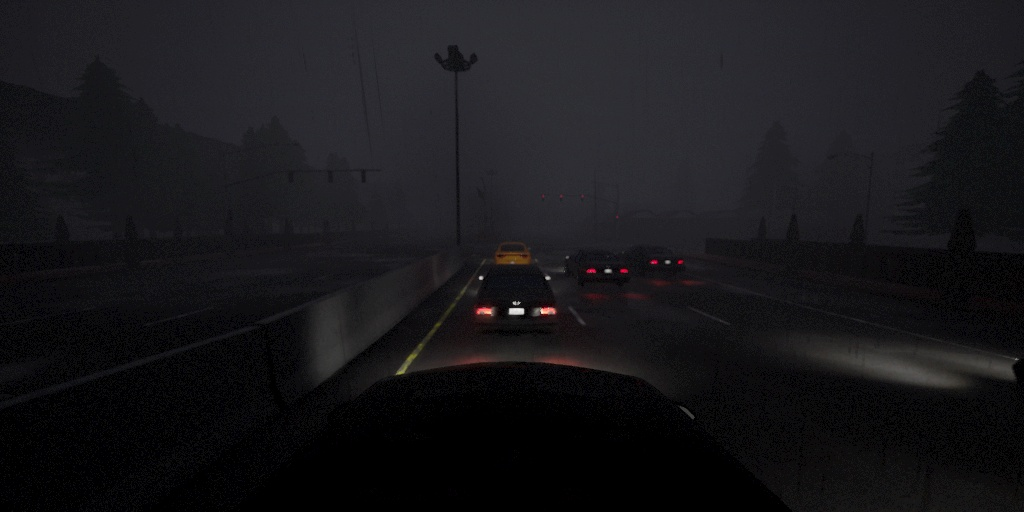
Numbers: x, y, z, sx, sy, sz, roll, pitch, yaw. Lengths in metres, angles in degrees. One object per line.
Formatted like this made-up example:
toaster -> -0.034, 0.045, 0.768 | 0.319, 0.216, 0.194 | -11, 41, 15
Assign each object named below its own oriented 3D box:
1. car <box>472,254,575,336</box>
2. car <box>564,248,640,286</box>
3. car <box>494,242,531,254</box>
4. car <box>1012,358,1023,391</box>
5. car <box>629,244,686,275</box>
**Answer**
car -> 0.071, 0.907, 9.191 | 2.033, 1.411, 5.357 | 0, 4, 0
car -> 3.538, 0.372, 15.731 | 2.033, 1.411, 5.357 | 0, 5, 0
car -> 0.022, -0.040, 19.469 | 1.882, 1.535, 5.008 | 0, 5, 0
car -> 7.090, 1.247, 2.385 | 1.812, 1.442, 4.674 | 0, 2, 0
car -> 7.027, 0.105, 18.670 | 2.033, 1.411, 5.357 | 0, 5, 0
